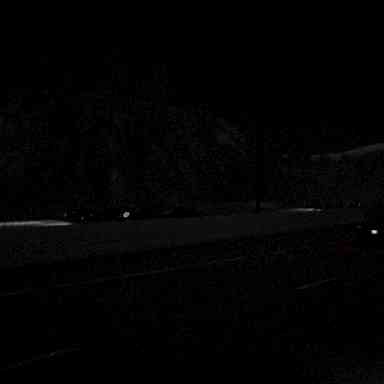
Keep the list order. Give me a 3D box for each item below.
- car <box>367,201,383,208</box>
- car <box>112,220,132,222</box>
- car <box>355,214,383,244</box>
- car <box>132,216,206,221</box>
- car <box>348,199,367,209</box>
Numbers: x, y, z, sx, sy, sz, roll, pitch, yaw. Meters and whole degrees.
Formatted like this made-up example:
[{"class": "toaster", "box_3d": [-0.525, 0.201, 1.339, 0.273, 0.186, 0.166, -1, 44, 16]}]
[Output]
[{"class": "car", "box_3d": [28.204, 2.058, 49.243, 2.128, 1.511, 4.902, 0, -1, 44]}, {"class": "car", "box_3d": [-3.368, 1.501, 23.640, 4.553, 1.767, 2.097, 1, -1, -39]}, {"class": "car", "box_3d": [9.567, 1.750, 15.949, 4.181, 1.385, 1.994, 1, -1, -40]}, {"class": "car", "box_3d": [-1.088, 1.672, 20.970, 4.674, 1.442, 1.812, 1, -1, -39]}, {"class": "car", "box_3d": [25.749, 1.919, 51.736, 2.097, 1.767, 4.553, 0, -1, 44]}]
